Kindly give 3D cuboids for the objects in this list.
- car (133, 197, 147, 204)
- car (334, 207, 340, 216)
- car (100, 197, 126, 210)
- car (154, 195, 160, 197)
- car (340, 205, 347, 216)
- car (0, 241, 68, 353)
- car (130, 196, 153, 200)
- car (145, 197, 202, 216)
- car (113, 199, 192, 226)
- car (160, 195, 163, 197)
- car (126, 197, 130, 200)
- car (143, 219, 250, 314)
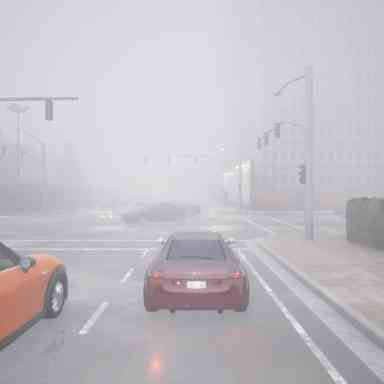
[{"bbox_3d":[-10.409,1.601,66.924,1.895,1.301,4.718,0,0,0],"label":"car"},{"bbox_3d":[15.699,1.619,31.467,4.181,1.385,1.994,0,0,0],"label":"car"},{"bbox_3d":[-10.535,1.491,43.553,2.128,1.511,4.902,0,0,1],"label":"car"},{"bbox_3d":[-6.995,1.505,56.093,1.837,1.490,4.892,0,0,0],"label":"car"},{"bbox_3d":[15.386,1.581,27.949,4.674,1.442,1.812,0,0,0],"label":"car"},{"bbox_3d":[-3.432,1.352,4.547,2.097,1.767,4.553,0,0,1],"label":"car"},{"bbox_3d":[-7.012,1.352,47.151,2.097,1.767,4.553,0,0,0],"label":"car"},{"bbox_3d":[-1.596,1.504,31.459,5.008,1.535,1.882,0,0,0],"label":"car"},{"bbox_3d":[-2.730,1.508,23.811,5.008,1.535,1.882,0,-1,-41],"label":"car"},{"bbox_3d":[-6.904,1.352,67.840,2.097,1.767,4.553,0,0,0],"label":"car"},{"bbox_3d":[-10.508,1.477,52.701,1.882,1.535,5.008,0,0,0],"label":"car"},{"bbox_3d":[0.090,1.564,7.720,1.994,1.385,4.181,0,0,0],"label":"car"}]
